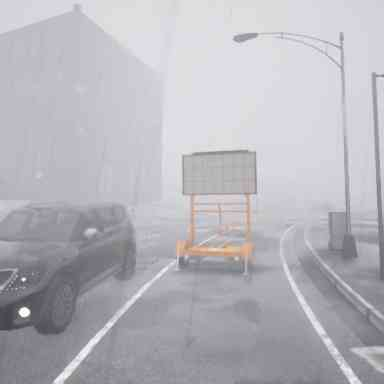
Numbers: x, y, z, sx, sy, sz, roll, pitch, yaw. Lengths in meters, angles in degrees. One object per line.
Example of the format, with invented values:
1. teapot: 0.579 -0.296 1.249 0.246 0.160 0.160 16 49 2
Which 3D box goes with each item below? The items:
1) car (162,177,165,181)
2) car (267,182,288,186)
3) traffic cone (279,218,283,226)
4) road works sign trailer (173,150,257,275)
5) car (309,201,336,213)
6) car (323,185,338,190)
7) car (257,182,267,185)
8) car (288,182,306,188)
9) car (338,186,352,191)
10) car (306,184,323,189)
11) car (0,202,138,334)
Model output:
1. car: -7.072 -2.470 62.411 4.553 1.767 2.185 2 -5 -24
2. car: 18.035 -1.526 73.725 5.008 1.535 2.097 2 -5 -26
3. traffic cone: 6.100 2.048 22.751 0.340 0.580 0.340 -2 -1 17
4. road works sign trailer: 0.919 0.493 10.697 2.380 3.560 2.880 -1 0 18
5. car: 17.885 2.075 45.436 4.892 1.490 1.837 1 -4 -40
6. car: 32.774 -0.840 81.693 4.674 1.452 2.002 3 -5 -30
7. car: 13.048 -1.683 71.298 4.674 1.452 2.002 2 -5 -25
8. car: 22.947 -1.447 76.254 4.553 1.767 2.185 2 -5 -27
9. car: 37.427 -0.652 84.470 4.892 1.521 2.231 3 -5 -31
10. car: 27.978 -1.071 78.971 4.792 1.488 2.163 2 -5 -28
11. car: -2.884 1.265 7.271 2.150 2.045 5.566 -1 0 8
